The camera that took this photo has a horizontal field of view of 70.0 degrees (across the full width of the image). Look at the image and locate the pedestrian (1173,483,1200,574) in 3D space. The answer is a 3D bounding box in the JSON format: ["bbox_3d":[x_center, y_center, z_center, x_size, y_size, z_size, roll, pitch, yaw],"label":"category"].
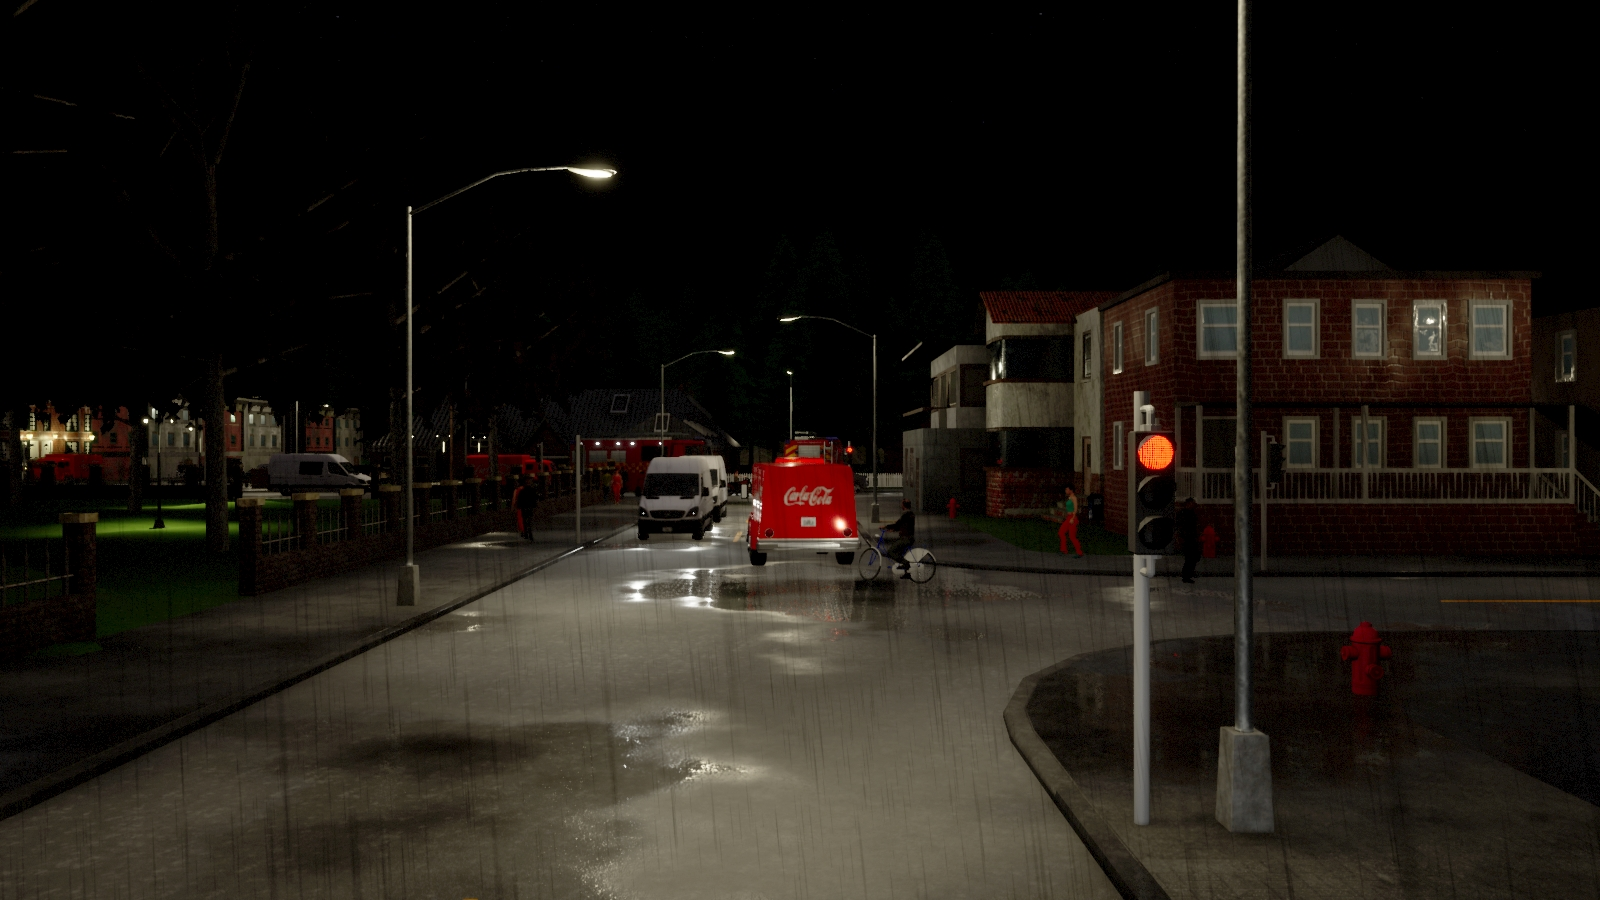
[{"bbox_3d":[8.029,1.618,23.729,0.375,1.860,0.375,0,0,-31],"label":"pedestrian"}]

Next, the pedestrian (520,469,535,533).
[{"bbox_3d":[-8.050,1.510,33.783,0.375,1.860,0.375,0,0,-24],"label":"pedestrian"}]

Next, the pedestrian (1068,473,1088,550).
[{"bbox_3d":[6.793,1.504,27.921,0.375,1.860,0.375,0,0,0],"label":"pedestrian"}]

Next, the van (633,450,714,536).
[{"bbox_3d":[-4.008,1.299,37.181,1.988,2.561,5.915,0,0,0],"label":"van"}]

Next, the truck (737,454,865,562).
[{"bbox_3d":[-0.107,1.335,28.945,2.627,2.467,5.204,0,0,-7],"label":"truck"}]

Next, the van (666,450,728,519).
[{"bbox_3d":[-4.031,1.295,45.588,1.988,2.561,5.915,0,0,0],"label":"van"}]

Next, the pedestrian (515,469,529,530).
[{"bbox_3d":[-8.484,1.510,34.880,0.375,1.860,0.375,0,0,-21],"label":"pedestrian"}]

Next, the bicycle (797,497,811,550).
[{"bbox_3d":[0.094,1.927,30.359,0.329,1.271,1.835,0,0,-1],"label":"bicycle"}]
